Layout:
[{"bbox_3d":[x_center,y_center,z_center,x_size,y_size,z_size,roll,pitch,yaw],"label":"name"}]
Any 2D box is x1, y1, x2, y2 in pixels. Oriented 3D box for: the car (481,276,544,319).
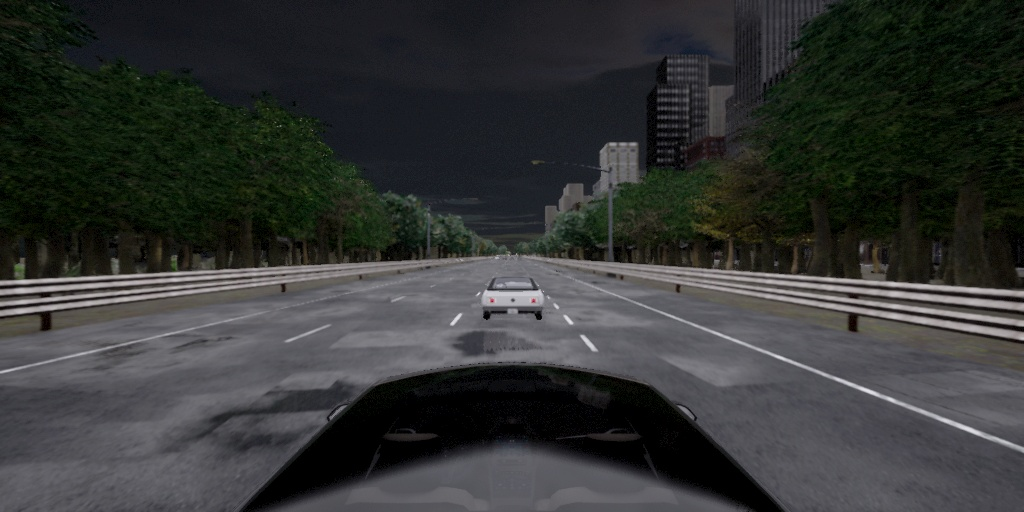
[{"bbox_3d":[0.020,1.342,12.750,1.895,1.301,4.718,0,0,0],"label":"car"}]
